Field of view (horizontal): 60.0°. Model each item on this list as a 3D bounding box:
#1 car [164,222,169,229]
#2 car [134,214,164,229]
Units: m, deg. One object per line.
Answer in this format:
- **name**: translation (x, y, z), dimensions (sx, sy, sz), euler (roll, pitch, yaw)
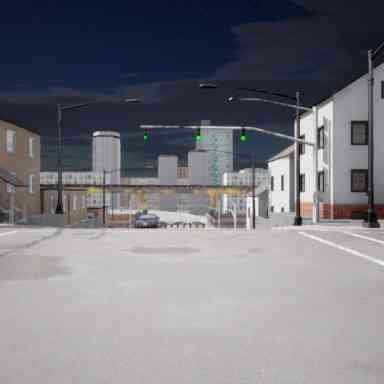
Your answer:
- **car**: translation (-3.762, 4.203, 37.899), dimensions (1.994, 1.385, 4.181), euler (0, -12, -1)
- **car**: translation (-3.645, 2.561, 27.986), dimensions (1.812, 1.442, 4.674), euler (0, -9, 0)
